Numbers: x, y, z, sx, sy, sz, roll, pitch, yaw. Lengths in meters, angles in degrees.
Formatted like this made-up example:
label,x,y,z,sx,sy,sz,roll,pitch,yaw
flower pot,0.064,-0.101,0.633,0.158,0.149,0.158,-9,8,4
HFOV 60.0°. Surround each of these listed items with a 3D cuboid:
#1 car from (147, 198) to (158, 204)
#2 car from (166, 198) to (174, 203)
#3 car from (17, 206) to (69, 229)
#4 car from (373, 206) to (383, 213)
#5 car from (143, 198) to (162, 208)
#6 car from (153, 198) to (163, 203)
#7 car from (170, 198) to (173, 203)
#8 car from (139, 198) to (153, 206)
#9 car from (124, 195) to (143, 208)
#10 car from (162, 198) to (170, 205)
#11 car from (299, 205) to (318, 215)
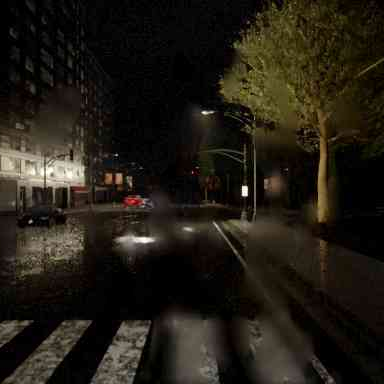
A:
label,x,y,z,sx,sy,sz,roll,pitch,yaw
car,-9.560,2.189,80.121,2.033,1.411,5.357,0,-1,0
car,-6.277,2.450,93.741,1.895,1.301,4.718,0,-1,0
car,-9.796,1.633,22.182,1.994,1.385,4.181,0,0,0
car,42.374,3.951,74.945,4.892,1.490,1.837,4,-3,-45
car,-6.459,1.843,54.904,1.812,1.442,4.674,0,-1,0
car,-9.528,2.389,93.364,2.033,1.411,5.357,0,-1,0
car,-6.310,2.127,80.137,1.882,1.535,5.008,0,-1,0
car,-9.586,2.019,69.419,2.128,1.511,4.902,0,-1,0
car,-9.706,1.543,55.005,2.150,2.045,5.566,0,-1,0
car,-6.337,2.030,69.184,2.033,1.411,5.357,0,-1,0
car,18.184,2.660,50.350,2.033,1.411,5.357,0,-2,43
